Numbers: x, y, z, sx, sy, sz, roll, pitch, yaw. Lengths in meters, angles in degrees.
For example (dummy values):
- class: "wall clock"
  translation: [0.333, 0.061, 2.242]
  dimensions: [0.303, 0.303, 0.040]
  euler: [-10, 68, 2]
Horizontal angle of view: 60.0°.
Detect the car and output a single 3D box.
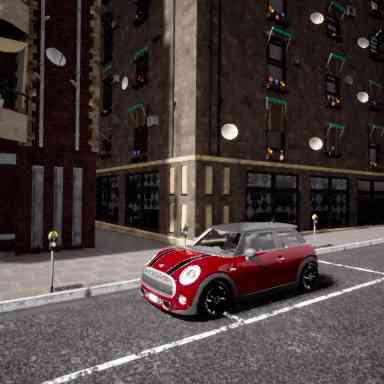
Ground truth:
- class: "car"
  translation: [0.907, 1.442, 7.335]
  dimensions: [4.097, 1.590, 1.967]
  euler: [0, 1, -35]
